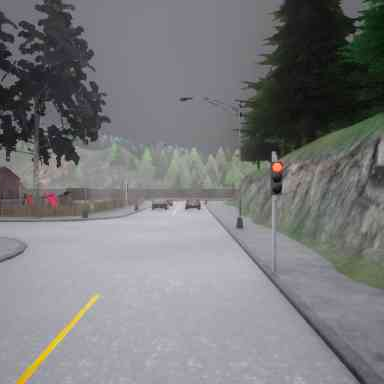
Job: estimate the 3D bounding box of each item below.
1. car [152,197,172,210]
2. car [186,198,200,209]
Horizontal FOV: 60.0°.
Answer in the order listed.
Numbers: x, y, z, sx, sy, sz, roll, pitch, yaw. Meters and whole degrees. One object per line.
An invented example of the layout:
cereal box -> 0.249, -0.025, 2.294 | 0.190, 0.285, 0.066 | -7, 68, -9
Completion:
car -> -4.040, 1.478, 42.853 | 1.882, 1.535, 5.008 | 0, 0, 0
car -> 0.139, 1.564, 45.592 | 1.994, 1.385, 4.181 | 0, 0, 0
